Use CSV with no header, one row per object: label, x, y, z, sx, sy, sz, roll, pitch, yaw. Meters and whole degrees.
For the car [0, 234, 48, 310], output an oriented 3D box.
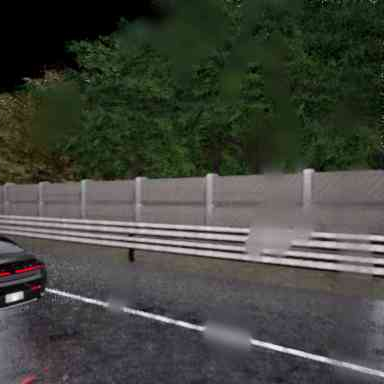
car,-5.157,1.636,7.224,4.892,1.490,1.837,-1,-1,33
